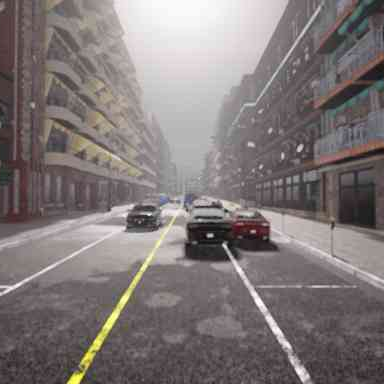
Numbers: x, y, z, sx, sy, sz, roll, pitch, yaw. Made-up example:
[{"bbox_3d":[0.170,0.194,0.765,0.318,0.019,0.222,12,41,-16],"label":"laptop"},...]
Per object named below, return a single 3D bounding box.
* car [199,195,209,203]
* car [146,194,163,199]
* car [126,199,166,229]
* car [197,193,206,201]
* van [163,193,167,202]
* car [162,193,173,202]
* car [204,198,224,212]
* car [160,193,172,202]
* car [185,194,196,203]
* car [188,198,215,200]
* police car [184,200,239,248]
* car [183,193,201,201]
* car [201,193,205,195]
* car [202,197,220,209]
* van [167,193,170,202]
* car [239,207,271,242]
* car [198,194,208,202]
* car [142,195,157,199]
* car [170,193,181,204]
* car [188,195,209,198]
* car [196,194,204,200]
[{"bbox_3d":[2.366,1.417,65.760,1.887,1.381,4.507,1,0,0],"label":"car"},{"bbox_3d":[-5.434,1.206,43.675,2.192,1.841,5.009,2,0,0],"label":"car"},{"bbox_3d":[-2.919,1.439,21.011,1.837,1.490,4.892,0,0,0],"label":"car"},{"bbox_3d":[2.281,1.189,82.354,2.192,1.841,5.009,1,0,0],"label":"car"},{"bbox_3d":[-5.472,1.219,54.734,1.690,1.788,3.998,2,0,0],"label":"van"},{"bbox_3d":[-5.546,1.188,76.856,2.192,1.841,5.009,1,0,0],"label":"car"},{"bbox_3d":[2.458,1.445,38.107,1.887,1.381,4.507,1,0,0],"label":"car"},{"bbox_3d":[-5.528,1.187,71.326,2.192,1.841,5.009,1,0,0],"label":"car"},{"bbox_3d":[-0.219,1.226,66.161,2.097,1.767,4.553,0,0,0],"label":"car"},{"bbox_3d":[0.744,1.431,24.649,1.837,1.490,4.892,0,0,0],"label":"car"},{"bbox_3d":[0.666,1.376,14.755,1.930,1.638,5.238,0,0,0],"label":"police car"},{"bbox_3d":[-0.169,1.102,51.216,2.150,2.045,5.566,0,0,0],"label":"car"},{"bbox_3d":[2.385,1.418,60.231,1.887,1.381,4.507,1,0,0],"label":"car"},{"bbox_3d":[2.440,1.441,43.639,2.008,1.369,4.403,1,0,0],"label":"car"},{"bbox_3d":[-5.491,1.216,60.266,1.690,1.788,3.998,1,0,0],"label":"van"},{"bbox_3d":[2.533,1.493,15.985,1.887,1.381,4.507,1,0,0],"label":"car"},{"bbox_3d":[2.357,1.312,71.292,1.967,1.590,4.097,1,0,0],"label":"car"},{"bbox_3d":[-5.421,1.426,37.974,1.752,1.417,4.829,2,0,0],"label":"car"},{"bbox_3d":[-2.983,1.421,61.490,2.033,1.411,5.357,0,0,1],"label":"car"},{"bbox_3d":[0.724,1.368,30.841,1.801,1.575,5.366,0,0,0],"label":"car"},{"bbox_3d":[2.241,1.324,93.417,1.967,1.590,4.097,1,0,0],"label":"car"}]
